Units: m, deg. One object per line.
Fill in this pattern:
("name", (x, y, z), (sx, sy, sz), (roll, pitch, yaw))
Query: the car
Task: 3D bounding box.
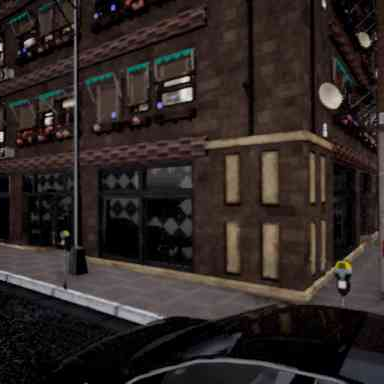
("car", (0.691, 1.566, 2.390), (4.313, 1.339, 1.947), (0, 0, 35))
